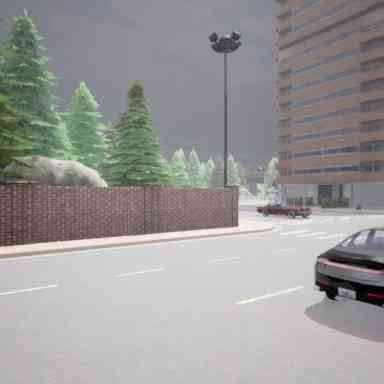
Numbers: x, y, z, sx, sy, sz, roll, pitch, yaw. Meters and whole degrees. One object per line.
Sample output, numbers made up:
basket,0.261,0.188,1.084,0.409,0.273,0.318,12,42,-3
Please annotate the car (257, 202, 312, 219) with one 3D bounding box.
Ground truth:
car,7.979,1.545,28.982,1.895,1.301,4.718,0,0,-35

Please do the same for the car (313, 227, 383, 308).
car,4.582,1.491,7.011,4.902,1.511,2.128,0,0,-36
